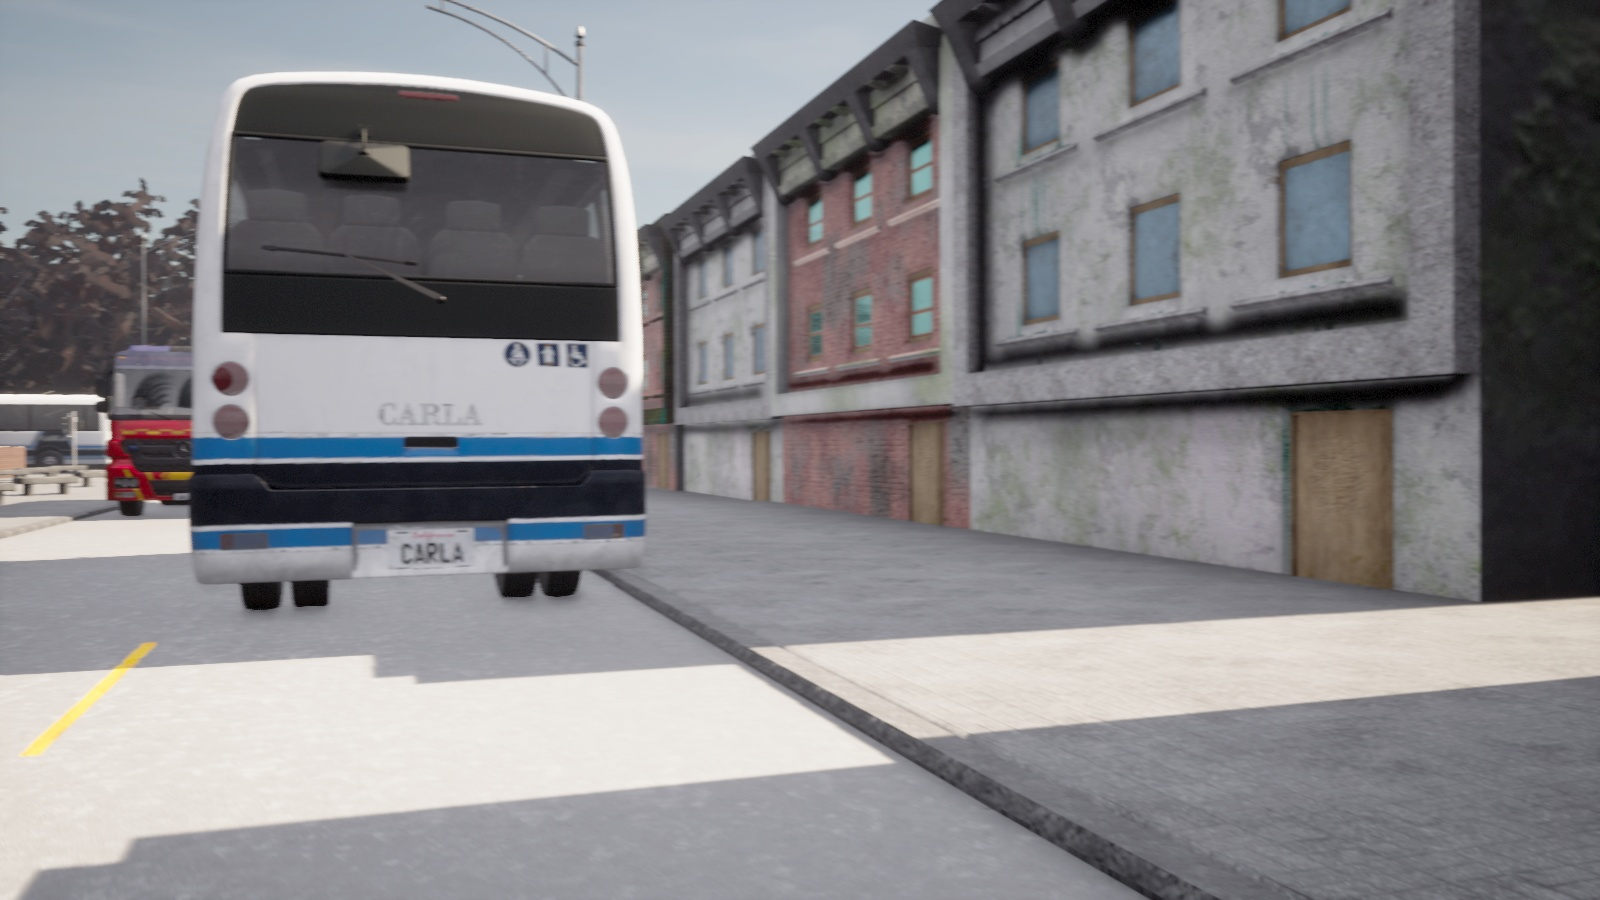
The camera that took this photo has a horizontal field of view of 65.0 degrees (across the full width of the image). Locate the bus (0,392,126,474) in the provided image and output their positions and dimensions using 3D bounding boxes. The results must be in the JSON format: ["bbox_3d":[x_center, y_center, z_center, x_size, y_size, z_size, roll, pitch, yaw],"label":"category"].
[{"bbox_3d":[-41.973,-0.891,66.850,10.273,4.253,3.944,0,0,-20],"label":"bus"}]

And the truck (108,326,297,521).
[{"bbox_3d":[-13.487,-0.545,29.069,2.891,3.827,8.468,0,0,-18],"label":"truck"}]

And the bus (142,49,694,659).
[{"bbox_3d":[-4.384,-0.699,14.263,3.944,4.253,10.273,0,0,-19],"label":"bus"}]
